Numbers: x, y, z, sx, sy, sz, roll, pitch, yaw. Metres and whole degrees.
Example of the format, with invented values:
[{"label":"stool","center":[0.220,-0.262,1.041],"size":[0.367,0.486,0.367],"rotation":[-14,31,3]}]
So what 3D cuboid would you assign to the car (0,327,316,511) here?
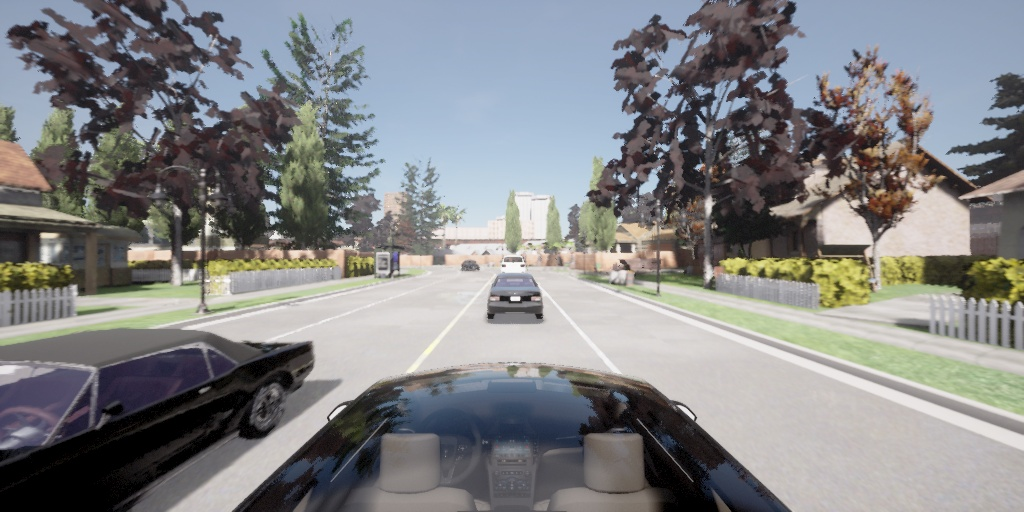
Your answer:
[{"label":"car","center":[-3.602,1.351,2.648],"size":[1.895,1.301,4.718],"rotation":[0,0,0]}]

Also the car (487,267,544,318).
[{"label":"car","center":[0.096,1.299,13.019],"size":[2.033,1.411,5.357],"rotation":[0,0,0]}]

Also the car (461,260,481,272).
[{"label":"car","center":[-5.377,1.270,46.551],"size":[1.837,1.490,4.892],"rotation":[1,0,-17]}]

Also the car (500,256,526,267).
[{"label":"car","center":[0.083,0.977,32.502],"size":[2.150,2.045,5.566],"rotation":[0,0,0]}]
